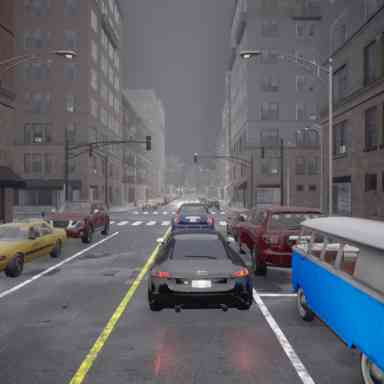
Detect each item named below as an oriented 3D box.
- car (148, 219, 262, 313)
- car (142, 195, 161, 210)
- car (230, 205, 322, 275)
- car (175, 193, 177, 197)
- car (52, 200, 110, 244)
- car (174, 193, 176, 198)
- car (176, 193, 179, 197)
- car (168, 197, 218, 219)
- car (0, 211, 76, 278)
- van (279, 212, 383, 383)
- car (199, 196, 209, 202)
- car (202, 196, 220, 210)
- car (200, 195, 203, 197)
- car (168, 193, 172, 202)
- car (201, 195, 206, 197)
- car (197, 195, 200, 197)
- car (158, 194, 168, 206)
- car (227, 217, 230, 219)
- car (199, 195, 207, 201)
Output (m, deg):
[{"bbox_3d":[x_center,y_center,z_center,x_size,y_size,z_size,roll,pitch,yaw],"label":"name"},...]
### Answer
[{"bbox_3d":[0.104,1.564,7.777,1.994,1.385,4.181,0,0,-2],"label":"car"},{"bbox_3d":[-5.384,1.522,42.908,1.752,1.417,4.829,0,0,0],"label":"car"},{"bbox_3d":[2.646,1.314,10.384,2.192,1.841,5.009,0,0,0],"label":"car"},{"bbox_3d":[-5.341,1.563,81.452,1.947,1.339,4.313,0,0,0],"label":"car"},{"bbox_3d":[-5.388,1.314,16.070,2.192,1.841,5.009,0,0,0],"label":"car"},{"bbox_3d":[-5.347,1.548,75.970,2.008,1.369,4.403,0,0,0],"label":"car"},{"bbox_3d":[-5.335,1.313,86.934,2.192,1.841,5.009,0,0,0],"label":"car"},{"bbox_3d":[0.062,1.351,17.833,2.097,1.767,4.553,0,0,0],"label":"car"},{"bbox_3d":[-5.392,1.525,10.221,1.752,1.417,4.829,0,0,0],"label":"car"},{"bbox_3d":[2.642,1.341,4.706,1.690,1.788,3.998,0,0,0],"label":"van"},{"bbox_3d":[2.694,1.548,75.963,2.008,1.369,4.403,0,0,0],"label":"car"},{"bbox_3d":[2.670,1.547,43.072,2.008,1.369,4.403,0,0,0],"label":"car"},{"bbox_3d":[2.678,1.547,54.035,2.008,1.369,4.403,0,0,0],"label":"car"},{"bbox_3d":[-5.365,1.312,59.524,2.192,1.841,5.009,0,0,0],"label":"car"},{"bbox_3d":[2.674,1.541,48.554,1.887,1.381,4.507,0,0,0],"label":"car"},{"bbox_3d":[2.690,1.548,70.481,2.008,1.369,4.403,0,0,0],"label":"car"},{"bbox_3d":[-5.372,1.522,53.871,1.752,1.417,4.829,0,0,0],"label":"car"},{"bbox_3d":[2.650,1.581,16.064,1.802,1.307,4.206,0,0,0],"label":"car"},{"bbox_3d":[2.698,1.438,81.446,1.967,1.590,4.097,0,0,0],"label":"car"}]
